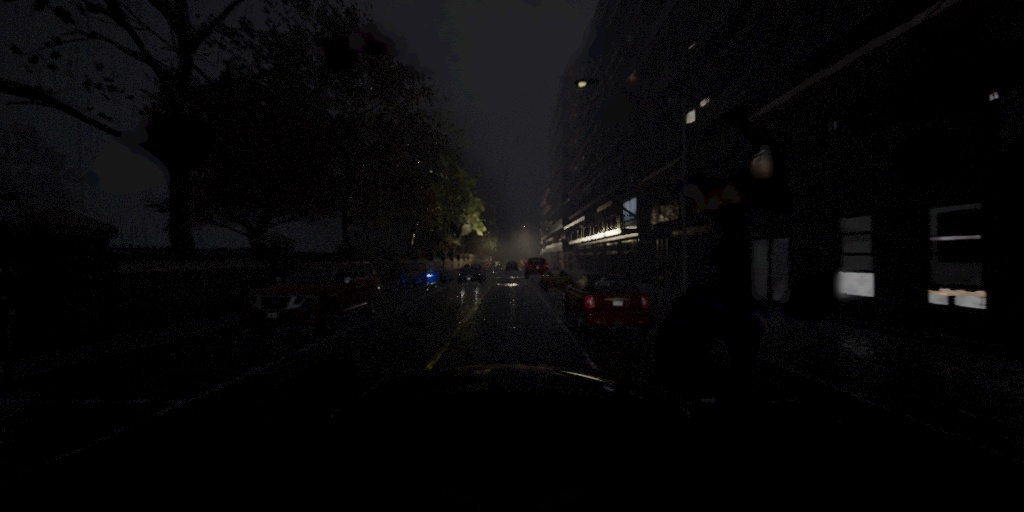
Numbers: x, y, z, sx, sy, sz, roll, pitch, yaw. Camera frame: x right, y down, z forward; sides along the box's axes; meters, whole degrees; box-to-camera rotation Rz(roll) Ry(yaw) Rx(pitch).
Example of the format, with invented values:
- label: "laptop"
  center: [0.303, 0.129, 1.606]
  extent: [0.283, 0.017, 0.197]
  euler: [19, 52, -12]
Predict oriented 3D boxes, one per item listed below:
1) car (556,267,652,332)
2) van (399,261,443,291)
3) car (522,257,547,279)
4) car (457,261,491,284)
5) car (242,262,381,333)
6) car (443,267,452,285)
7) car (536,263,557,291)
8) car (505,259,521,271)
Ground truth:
- label: "car"
  center: [2.689, 1.235, 11.027]
  extent: [1.967, 1.591, 4.097]
  euler: [0, 0, 0]
- label: "van"
  center: [-5.693, 1.194, 22.285]
  extent: [1.690, 1.789, 3.998]
  euler: [0, 0, 0]
- label: "car"
  center: [2.388, 1.156, 35.974]
  extent: [2.150, 2.045, 5.566]
  euler: [0, 0, 0]
- label: "car"
  center: [-3.101, 1.377, 28.279]
  extent: [2.128, 1.511, 4.902]
  euler: [0, 0, 0]
- label: "car"
  center: [-5.691, 1.110, 11.026]
  extent: [2.192, 1.841, 5.009]
  euler: [0, 0, 0]
- label: "car"
  center: [-5.694, 1.466, 27.916]
  extent: [1.802, 1.307, 4.207]
  euler: [0, 0, 0]
- label: "car"
  center: [2.688, 1.379, 22.457]
  extent: [1.751, 1.417, 4.829]
  euler: [0, 0, 0]
- label: "car"
  center: [-0.008, 1.513, 54.516]
  extent: [1.882, 1.535, 5.008]
  euler: [0, 0, 0]
